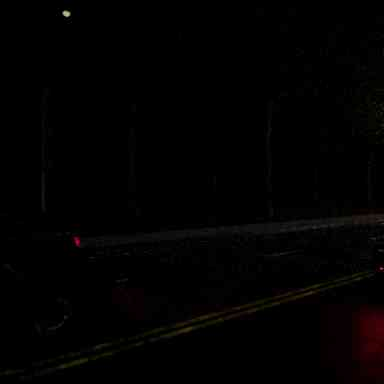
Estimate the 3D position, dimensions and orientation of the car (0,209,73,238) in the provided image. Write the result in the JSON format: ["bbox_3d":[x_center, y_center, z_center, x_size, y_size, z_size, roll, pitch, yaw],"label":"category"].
[{"bbox_3d":[-5.092,1.325,8.054,4.553,1.767,2.097,0,0,-36],"label":"car"}]

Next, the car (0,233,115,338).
[{"bbox_3d":[-3.735,1.583,5.024,4.718,1.301,1.895,0,0,-36],"label":"car"}]

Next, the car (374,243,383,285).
[{"bbox_3d":[6.266,1.486,8.011,4.902,1.511,2.128,0,0,-36],"label":"car"}]
